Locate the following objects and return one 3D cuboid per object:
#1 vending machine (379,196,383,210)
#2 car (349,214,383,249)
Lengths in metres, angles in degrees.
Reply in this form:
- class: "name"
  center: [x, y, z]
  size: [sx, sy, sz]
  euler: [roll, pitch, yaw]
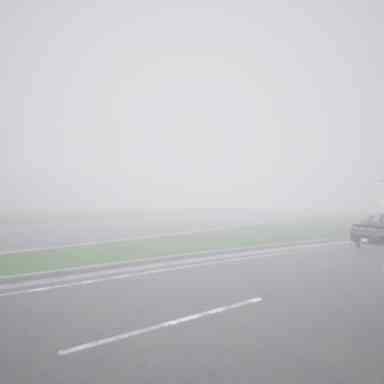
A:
- class: "vending machine"
  center: [30.641, 1.757, 53.311]
  size: [0.880, 2.100, 1.100]
  euler: [0, 0, 20]
- class: "car"
  center: [8.711, 1.643, 13.845]
  size: [4.902, 1.511, 2.128]
  euler: [0, 0, -28]
